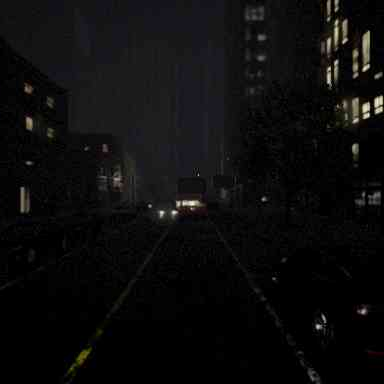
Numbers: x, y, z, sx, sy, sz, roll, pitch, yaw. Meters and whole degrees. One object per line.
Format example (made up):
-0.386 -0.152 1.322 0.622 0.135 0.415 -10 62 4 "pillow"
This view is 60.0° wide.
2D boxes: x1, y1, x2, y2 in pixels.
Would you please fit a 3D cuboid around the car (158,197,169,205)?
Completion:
-5.698 1.772 66.707 1.887 1.381 4.507 0 0 0 "car"

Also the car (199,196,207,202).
2.681 1.822 83.452 1.752 1.417 4.829 0 0 0 "car"

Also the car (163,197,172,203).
-5.698 1.839 77.754 1.947 1.339 4.313 0 0 0 "car"

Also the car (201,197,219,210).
2.684 1.694 44.614 2.008 1.369 4.403 0 0 0 "car"

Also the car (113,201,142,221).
-5.695 1.611 27.867 1.752 1.417 4.829 0 0 0 "car"

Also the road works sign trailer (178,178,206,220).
-0.003 0.552 28.636 2.380 3.560 2.880 0 0 0 "road works sign trailer"

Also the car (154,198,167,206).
-5.698 1.756 61.183 2.008 1.369 4.403 0 0 0 "car"

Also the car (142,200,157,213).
-5.696 1.675 39.087 2.008 1.369 4.403 0 0 0 "car"

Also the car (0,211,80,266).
-5.694 1.584 11.465 2.008 1.369 4.403 0 0 0 "car"

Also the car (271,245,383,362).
2.687 1.583 5.946 1.947 1.339 4.313 0 0 0 "car"

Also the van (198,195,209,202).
2.680 1.569 66.712 1.690 1.788 3.998 0 0 0 "van"

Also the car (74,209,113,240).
-5.694 1.601 16.990 2.008 1.369 4.403 0 0 0 "car"

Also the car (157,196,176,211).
-3.090 1.620 44.171 1.882 1.535 5.008 0 0 0 "car"

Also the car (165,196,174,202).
-5.699 1.736 83.279 1.967 1.590 4.097 0 0 0 "car"
